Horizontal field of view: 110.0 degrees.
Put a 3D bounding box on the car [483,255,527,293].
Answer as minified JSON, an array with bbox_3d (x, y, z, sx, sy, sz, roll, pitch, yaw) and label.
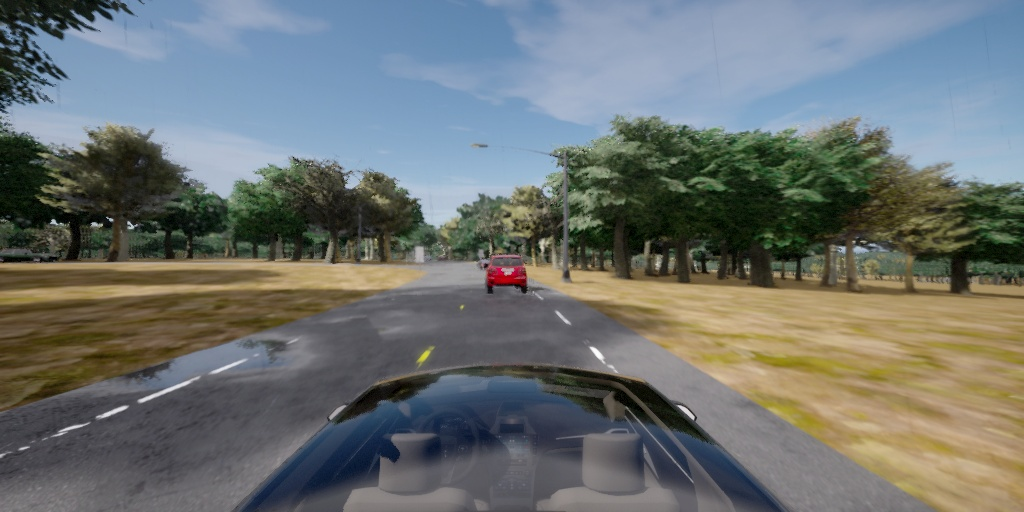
[{"bbox_3d":[-0.431,0.984,21.067,2.150,2.045,5.566,0,0,-5],"label":"car"}]

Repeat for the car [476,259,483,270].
[{"bbox_3d":[-3.757,1.154,48.915,2.033,1.411,5.357,-2,0,-13],"label":"car"}]
